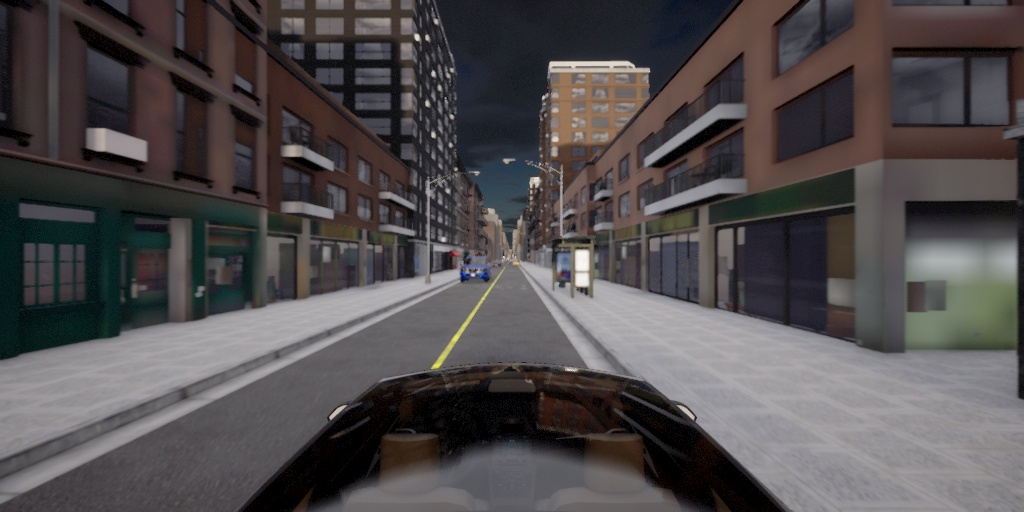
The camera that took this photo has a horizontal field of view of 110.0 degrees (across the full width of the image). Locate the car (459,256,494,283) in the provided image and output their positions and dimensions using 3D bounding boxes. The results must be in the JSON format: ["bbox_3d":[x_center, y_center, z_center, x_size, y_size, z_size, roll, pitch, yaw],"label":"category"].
[{"bbox_3d":[-2.847,1.049,28.918,2.150,2.045,5.566,0,0,0],"label":"car"}]
